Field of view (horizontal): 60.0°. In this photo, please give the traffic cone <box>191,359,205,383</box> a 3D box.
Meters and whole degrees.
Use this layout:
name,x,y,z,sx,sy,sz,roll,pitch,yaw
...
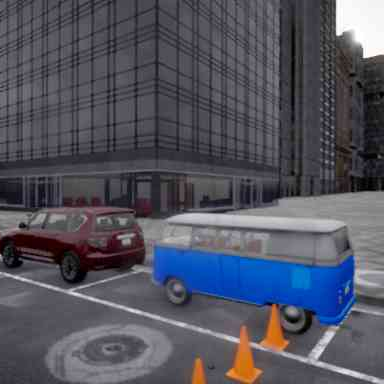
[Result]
name,x,y,z,sx,sy,sz,roll,pitch,yaw
traffic cone,0.062,1.962,3.312,0.340,0.580,0.340,0,0,35

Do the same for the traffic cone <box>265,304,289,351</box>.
name,x,y,z,sx,sy,sz,roll,pitch,yaw
traffic cone,1.223,1.962,4.941,0.340,0.580,0.340,0,0,35

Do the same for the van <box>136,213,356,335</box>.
name,x,y,z,sx,sy,sz,roll,pitch,yaw
van,1.004,1.351,6.480,3.998,1.788,1.690,0,0,35

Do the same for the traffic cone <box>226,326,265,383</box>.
name,x,y,z,sx,sy,sz,roll,pitch,yaw
traffic cone,0.643,1.962,4.126,0.340,0.580,0.340,0,0,35

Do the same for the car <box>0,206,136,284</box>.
name,x,y,z,sx,sy,sz,roll,pitch,yaw
car,-3.596,1.344,9.759,5.009,1.841,2.192,0,0,35
